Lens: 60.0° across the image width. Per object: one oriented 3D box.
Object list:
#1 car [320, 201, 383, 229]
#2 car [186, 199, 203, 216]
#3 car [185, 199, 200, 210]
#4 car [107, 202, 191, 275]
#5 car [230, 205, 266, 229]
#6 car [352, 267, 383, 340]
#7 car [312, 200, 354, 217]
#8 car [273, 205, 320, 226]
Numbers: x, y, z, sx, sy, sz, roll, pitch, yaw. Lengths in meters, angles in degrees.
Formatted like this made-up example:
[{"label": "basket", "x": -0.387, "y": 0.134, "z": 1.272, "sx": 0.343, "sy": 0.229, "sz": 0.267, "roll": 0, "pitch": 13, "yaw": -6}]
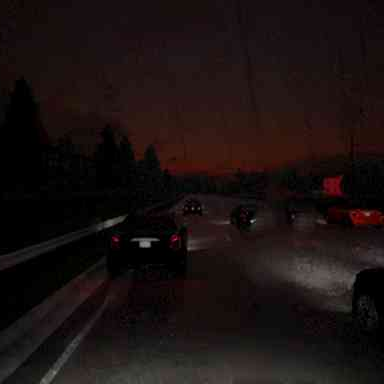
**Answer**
[{"label": "car", "x": 10.640, "y": 1.395, "z": 22.258, "sx": 2.097, "sy": 1.767, "sz": 4.553, "roll": 0, "pitch": 0, "yaw": 0}, {"label": "car", "x": 0.111, "y": 1.611, "z": 33.402, "sx": 2.033, "sy": 1.411, "sz": 5.357, "roll": 0, "pitch": 0, "yaw": 1}, {"label": "car", "x": 0.094, "y": 1.653, "z": 46.504, "sx": 1.994, "sy": 1.385, "sz": 4.181, "roll": 0, "pitch": 0, "yaw": 2}, {"label": "car", "x": -1.206, "y": 1.372, "z": 10.694, "sx": 2.097, "sy": 1.767, "sz": 4.553, "roll": 0, "pitch": 0, "yaw": 0}, {"label": "car", "x": 3.639, "y": 1.568, "z": 21.880, "sx": 1.812, "sy": 1.442, "sz": 4.674, "roll": 0, "pitch": 0, "yaw": 0}, {"label": "car", "x": 3.607, "y": 1.498, "z": 3.683, "sx": 2.128, "sy": 1.511, "sz": 4.902, "roll": 0, "pitch": 0, "yaw": 0}, {"label": "car", "x": 14.160, "y": 1.612, "z": 33.806, "sx": 2.033, "sy": 1.411, "sz": 5.357, "roll": 0, "pitch": 0, "yaw": 0}, {"label": "car", "x": 7.143, "y": 1.646, "z": 23.653, "sx": 1.895, "sy": 1.301, "sz": 4.718, "roll": 0, "pitch": 0, "yaw": 0}]
